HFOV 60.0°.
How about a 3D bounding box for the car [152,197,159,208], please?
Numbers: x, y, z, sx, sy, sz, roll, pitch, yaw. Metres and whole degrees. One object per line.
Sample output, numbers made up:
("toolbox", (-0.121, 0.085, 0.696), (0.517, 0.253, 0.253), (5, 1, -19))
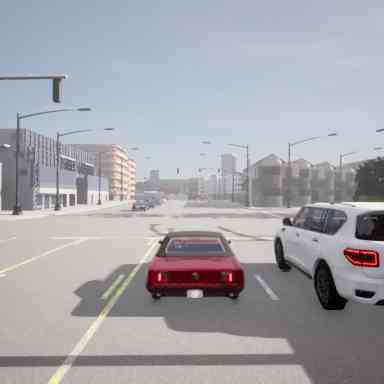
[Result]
("car", (-7.074, 1.940, 55.256), (1.812, 1.442, 4.674), (0, 0, 0))

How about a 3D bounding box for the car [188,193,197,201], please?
("car", (0.020, 1.387, 88.843), (2.150, 2.045, 5.566), (0, -1, 0))

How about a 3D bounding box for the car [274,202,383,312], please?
("car", (3.565, 1.234, 7.870), (2.150, 2.045, 5.566), (0, 0, 0))

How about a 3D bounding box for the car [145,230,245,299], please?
("car", (0.072, 1.618, 8.420), (1.895, 1.301, 4.718), (0, 0, 0))

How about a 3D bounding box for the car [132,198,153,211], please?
("car", (-7.088, 1.854, 46.002), (2.128, 1.511, 4.902), (0, 0, 0))

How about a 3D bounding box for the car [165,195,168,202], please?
("car", (-6.983, 1.814, 74.671), (1.895, 1.301, 4.718), (0, 1, 0))

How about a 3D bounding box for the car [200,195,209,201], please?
("car", (3.520, 1.521, 89.196), (2.097, 1.767, 4.553), (0, -1, 0))

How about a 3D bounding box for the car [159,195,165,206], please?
("car", (-7.029, 1.713, 64.514), (2.097, 1.767, 4.553), (0, 1, 1))
